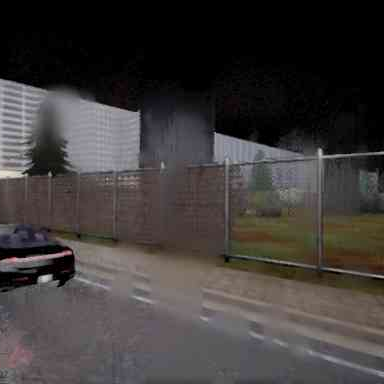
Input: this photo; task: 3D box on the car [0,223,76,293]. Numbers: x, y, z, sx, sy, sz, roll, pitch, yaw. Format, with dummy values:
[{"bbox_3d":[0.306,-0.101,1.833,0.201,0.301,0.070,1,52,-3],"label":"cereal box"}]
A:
[{"bbox_3d":[-4.818,1.541,8.297,4.902,1.511,2.128,0,-1,40],"label":"car"}]
